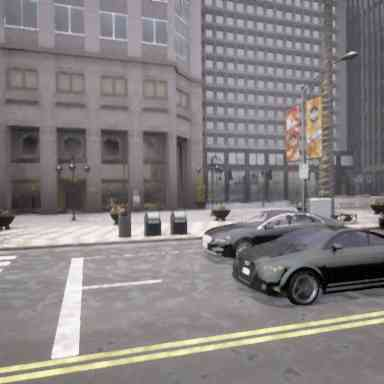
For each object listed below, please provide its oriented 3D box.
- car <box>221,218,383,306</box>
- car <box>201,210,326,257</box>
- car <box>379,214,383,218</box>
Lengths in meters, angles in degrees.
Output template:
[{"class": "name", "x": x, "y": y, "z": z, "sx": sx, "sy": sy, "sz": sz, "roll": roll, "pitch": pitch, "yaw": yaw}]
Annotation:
[{"class": "car", "x": 3.049, "y": 1.466, "z": 7.617, "sx": 4.181, "sy": 1.385, "sz": 1.994, "roll": -1, "pitch": 0, "yaw": -17}, {"class": "car", "x": 2.751, "y": 1.366, "z": 11.183, "sx": 4.902, "sy": 1.511, "sz": 2.128, "roll": -1, "pitch": 1, "yaw": -17}, {"class": "car", "x": 12.037, "y": 1.228, "z": 17.213, "sx": 4.786, "sy": 1.482, "sz": 2.161, "roll": -1, "pitch": 1, "yaw": -17}]
